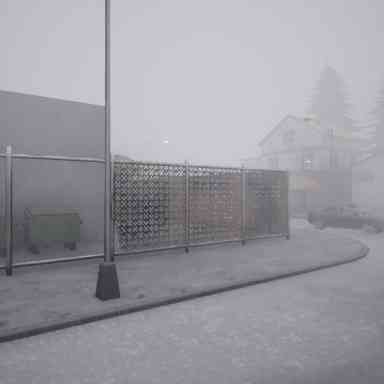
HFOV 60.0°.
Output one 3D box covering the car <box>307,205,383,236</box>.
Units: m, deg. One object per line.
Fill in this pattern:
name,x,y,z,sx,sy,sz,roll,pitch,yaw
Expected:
car,8.971,1.491,18.825,2.128,1.511,4.902,0,0,-38
